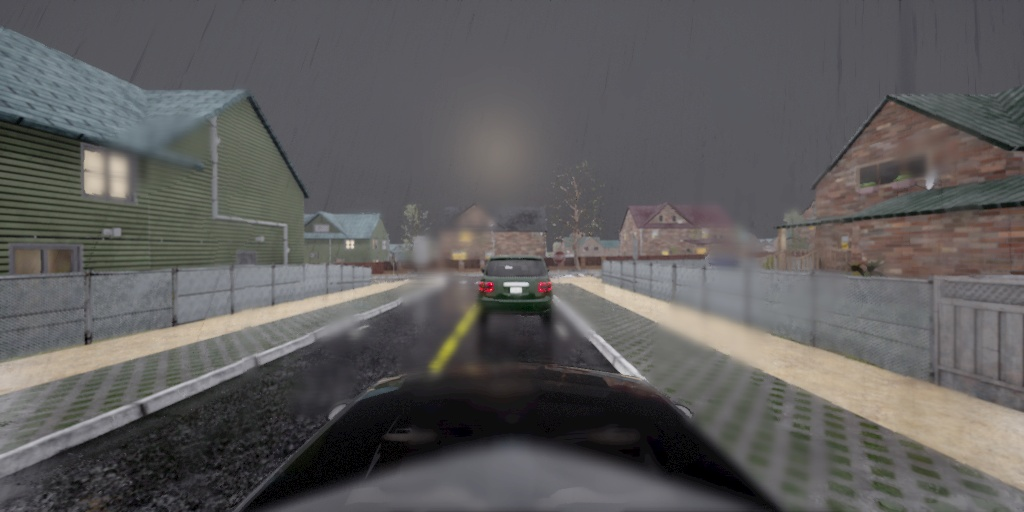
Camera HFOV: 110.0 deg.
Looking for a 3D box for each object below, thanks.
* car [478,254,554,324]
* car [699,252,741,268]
[{"bbox_3d":[0.120,0.966,11.991,2.150,2.045,5.566,0,0,0],"label":"car"},{"bbox_3d":[18.928,0.580,33.698,4.553,1.767,2.097,-1,1,0],"label":"car"}]
